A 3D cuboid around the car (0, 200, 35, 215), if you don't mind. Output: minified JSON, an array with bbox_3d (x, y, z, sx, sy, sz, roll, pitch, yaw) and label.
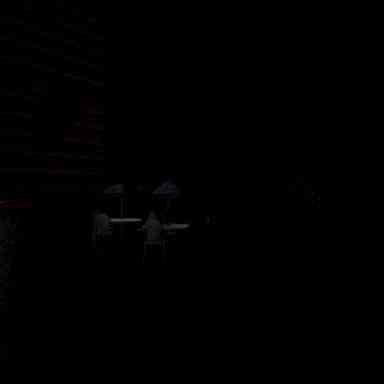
[{"bbox_3d":[-18.129,1.533,32.575,1.882,1.535,5.008,0,0,40],"label":"car"}]
